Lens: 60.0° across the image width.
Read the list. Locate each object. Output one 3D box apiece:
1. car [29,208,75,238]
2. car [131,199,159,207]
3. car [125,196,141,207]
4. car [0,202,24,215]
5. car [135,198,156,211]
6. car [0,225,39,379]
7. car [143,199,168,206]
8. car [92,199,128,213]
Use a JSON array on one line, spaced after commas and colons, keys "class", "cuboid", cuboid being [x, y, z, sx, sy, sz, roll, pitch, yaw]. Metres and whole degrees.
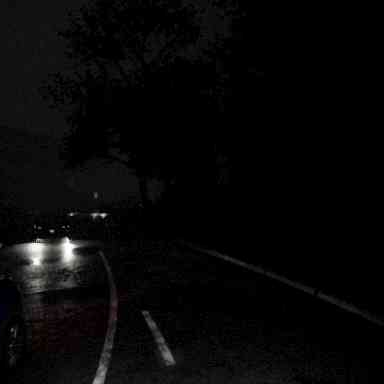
[{"class": "car", "cuboid": [-7.584, 1.640, 18.125, 1.837, 1.490, 4.892, 0, 0, -22]}, {"class": "car", "cuboid": [-9.291, 2.126, 65.232, 5.008, 1.535, 2.097, 0, 0, 16]}, {"class": "car", "cuboid": [-10.858, 1.828, 59.804, 5.566, 2.045, 2.435, 0, -1, 16]}, {"class": "car", "cuboid": [-22.959, 2.005, 40.933, 2.128, 1.511, 4.902, 0, -1, 17]}, {"class": "car", "cuboid": [-6.047, 2.024, 48.360, 1.812, 1.442, 4.674, 0, -1, 16]}, {"class": "car", "cuboid": [-3.061, 1.368, 2.422, 2.097, 1.767, 4.553, 0, -1, -6]}, {"class": "car", "cuboid": [-7.744, 2.207, 70.667, 4.674, 1.452, 2.002, 0, 0, 16]}, {"class": "car", "cuboid": [-10.890, 1.988, 43.394, 2.033, 1.411, 5.357, 0, -1, 15]}]
